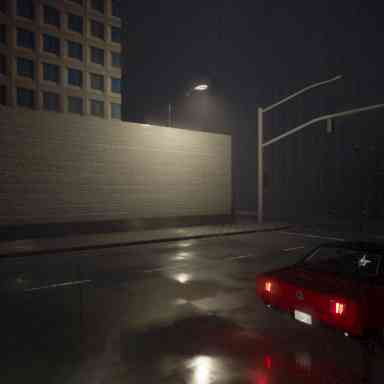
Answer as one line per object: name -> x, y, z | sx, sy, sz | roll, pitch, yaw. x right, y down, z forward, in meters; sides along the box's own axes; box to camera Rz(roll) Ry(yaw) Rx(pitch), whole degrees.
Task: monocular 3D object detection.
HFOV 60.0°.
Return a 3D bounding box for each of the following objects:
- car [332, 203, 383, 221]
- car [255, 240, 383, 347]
car -> 13.958, 1.588, 26.111 | 5.357, 1.411, 2.033 | 0, 0, 42
car -> 3.499, 1.601, 6.286 | 4.718, 1.301, 1.895 | 0, 0, -35
